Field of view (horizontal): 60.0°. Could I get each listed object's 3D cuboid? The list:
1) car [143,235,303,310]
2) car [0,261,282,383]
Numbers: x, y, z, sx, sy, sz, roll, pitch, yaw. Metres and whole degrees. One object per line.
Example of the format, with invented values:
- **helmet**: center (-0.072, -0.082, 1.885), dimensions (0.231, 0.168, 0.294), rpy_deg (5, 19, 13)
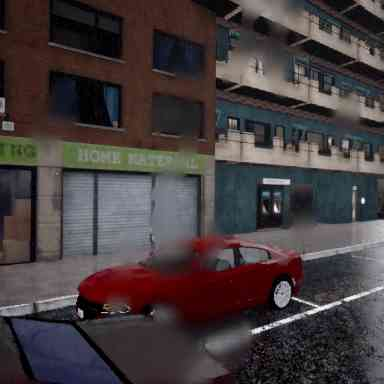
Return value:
- **car**: center (0.185, 1.545, 6.219), dimensions (4.507, 1.381, 1.887), rpy_deg (0, 1, -35)
- **car**: center (-2.115, 1.547, 1.561), dimensions (5.357, 1.411, 2.033), rpy_deg (0, 0, -35)
